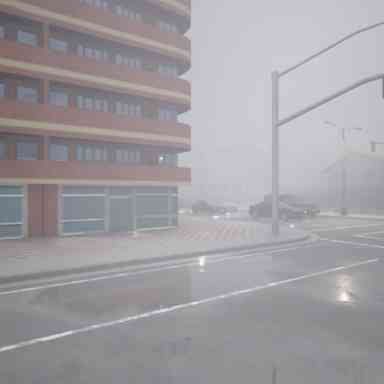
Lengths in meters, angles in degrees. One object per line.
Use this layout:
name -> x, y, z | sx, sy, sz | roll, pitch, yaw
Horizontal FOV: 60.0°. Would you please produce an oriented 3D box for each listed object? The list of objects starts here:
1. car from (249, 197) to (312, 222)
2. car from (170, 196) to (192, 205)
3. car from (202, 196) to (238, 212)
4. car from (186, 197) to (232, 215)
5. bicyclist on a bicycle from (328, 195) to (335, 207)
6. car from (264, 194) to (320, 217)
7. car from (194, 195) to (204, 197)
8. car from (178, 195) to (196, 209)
car -> 6.808, 1.478, 26.973 | 1.882, 1.535, 5.008 | 0, 0, -34
car -> -2.124, 1.526, 60.506 | 1.812, 1.442, 4.674 | 0, 0, -34
car -> 3.256, 1.526, 38.348 | 1.812, 1.442, 4.674 | 0, 0, -35
car -> 1.685, 1.526, 34.449 | 1.812, 1.442, 4.674 | 0, 0, -35
bicyclist on a bicycle -> 19.295, 1.301, 45.856 | 1.656, 1.620, 0.582 | 0, 0, -35
car -> 8.795, 1.221, 30.302 | 2.150, 2.045, 5.566 | 0, 0, -34
car -> 0.728, 1.352, 62.452 | 2.097, 1.767, 4.553 | 0, 0, -35
car -> -1.989, 1.505, 45.952 | 1.837, 1.490, 4.892 | 0, 0, -34
